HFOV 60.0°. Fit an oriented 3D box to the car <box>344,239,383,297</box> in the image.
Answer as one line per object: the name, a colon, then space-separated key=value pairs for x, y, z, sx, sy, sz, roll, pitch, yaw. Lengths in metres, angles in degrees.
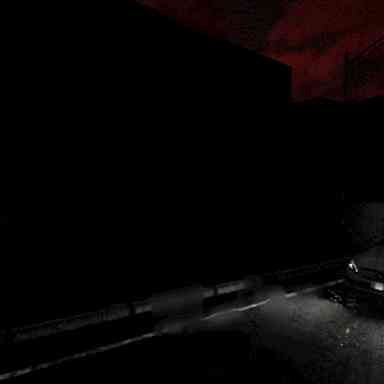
car: x=5.466 y=1.542 z=7.724 sx=4.674 sy=1.442 sz=1.812 roll=0 pitch=0 yaw=-36
